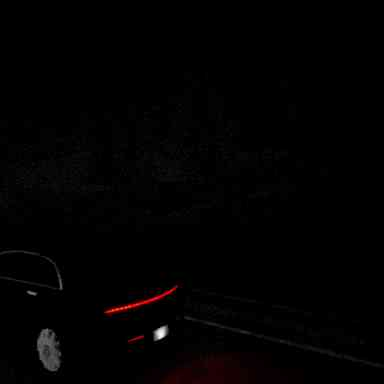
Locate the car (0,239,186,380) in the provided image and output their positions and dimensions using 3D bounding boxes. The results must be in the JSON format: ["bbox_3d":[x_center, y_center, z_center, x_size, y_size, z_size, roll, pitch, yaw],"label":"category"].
[{"bbox_3d":[-2.371,1.569,5.611,4.892,1.490,1.837,-1,-1,35],"label":"car"}]
